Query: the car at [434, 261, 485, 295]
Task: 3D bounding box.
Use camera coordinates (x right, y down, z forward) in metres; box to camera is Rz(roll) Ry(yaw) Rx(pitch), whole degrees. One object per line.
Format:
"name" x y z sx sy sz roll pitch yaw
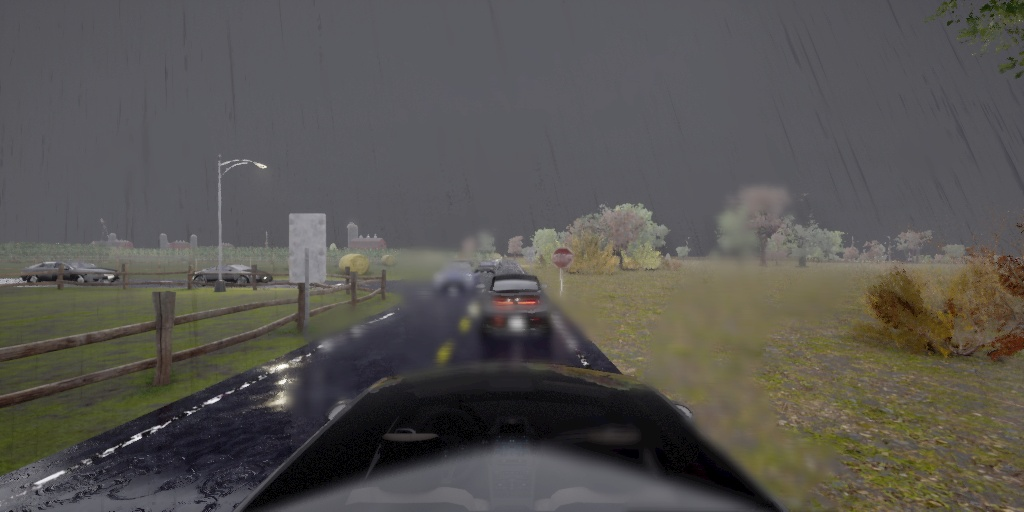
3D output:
"car" -2.848 1.106 19.693 2.097 1.767 4.553 0 0 0

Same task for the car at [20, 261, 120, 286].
"car" -28.167 1.077 22.962 4.902 1.511 2.128 0 1 -1

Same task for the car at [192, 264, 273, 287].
"car" -17.883 1.220 23.069 4.181 1.385 1.994 0 1 0

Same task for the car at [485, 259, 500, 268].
"car" -2.845 1.314 41.082 2.033 1.411 5.357 0 0 0

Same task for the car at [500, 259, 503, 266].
"car" -2.826 1.279 56.944 2.128 1.511 4.902 0 0 0

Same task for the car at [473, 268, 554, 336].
"car" 0.068 1.254 10.383 1.837 1.490 4.892 0 0 -1
